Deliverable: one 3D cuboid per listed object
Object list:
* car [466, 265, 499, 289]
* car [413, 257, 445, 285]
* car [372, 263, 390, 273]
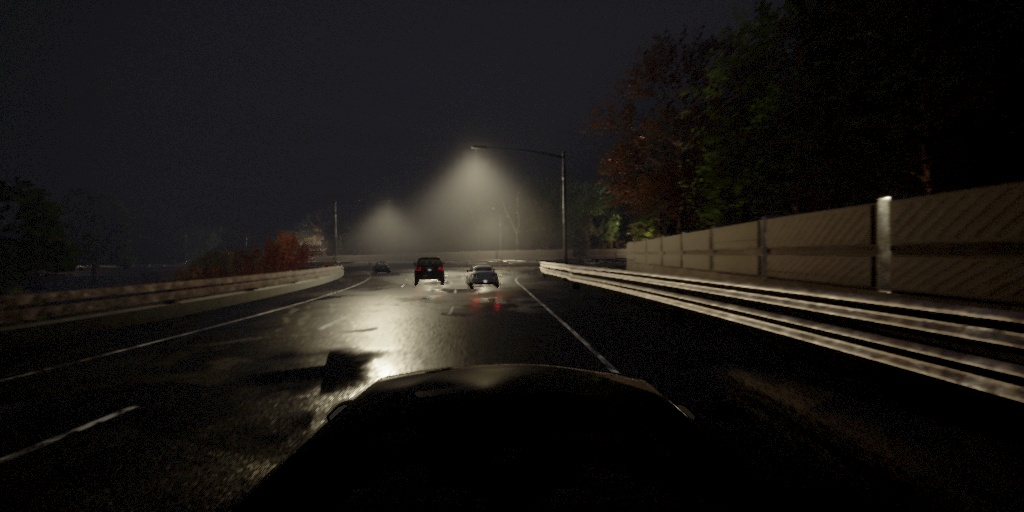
[{"bbox_3d":[-2.027,1.308,23.781,1.812,1.442,4.674,-1,0,-11],"label":"car"},{"bbox_3d":[-6.394,1.077,27.712,2.150,2.045,5.566,-1,0,-14],"label":"car"},{"bbox_3d":[-18.140,1.615,49.684,1.994,1.385,4.181,-1,0,-26],"label":"car"}]
